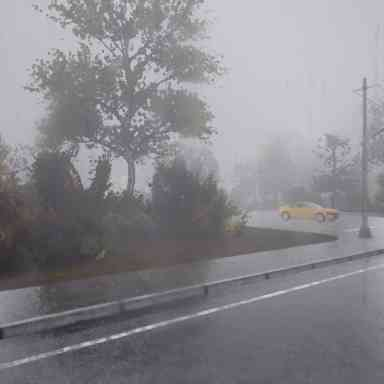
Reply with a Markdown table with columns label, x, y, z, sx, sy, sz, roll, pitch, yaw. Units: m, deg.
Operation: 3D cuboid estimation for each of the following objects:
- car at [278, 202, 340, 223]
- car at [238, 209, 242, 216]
| label | x | y | z | sx | sy | sz | roll | pitch | yaw |
| --- | --- | --- | --- | --- | --- | --- | --- | --- | --- |
| car | 9.326 | 1.566 | 26.865 | 1.882 | 1.535 | 5.008 | 0 | -1 | -39 |
| car | 2.991 | 1.584 | 34.354 | 2.097 | 1.767 | 4.553 | 0 | -1 | -43 |
